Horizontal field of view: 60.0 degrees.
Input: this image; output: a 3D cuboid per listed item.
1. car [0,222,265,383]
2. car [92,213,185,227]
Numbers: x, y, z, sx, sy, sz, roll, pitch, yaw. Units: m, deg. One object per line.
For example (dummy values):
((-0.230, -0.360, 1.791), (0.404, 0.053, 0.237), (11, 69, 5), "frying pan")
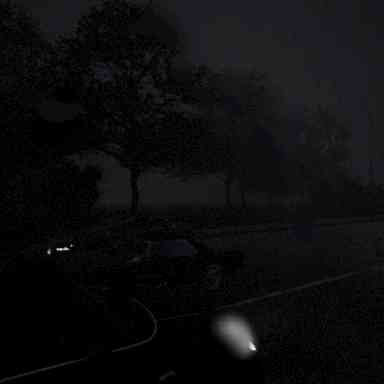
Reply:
((-1.523, 1.351, 2.663), (4.553, 1.767, 2.097), (0, 0, -36), "car")
((-2.162, 1.507, 11.049), (4.892, 1.490, 1.837), (0, 0, -35), "car")
